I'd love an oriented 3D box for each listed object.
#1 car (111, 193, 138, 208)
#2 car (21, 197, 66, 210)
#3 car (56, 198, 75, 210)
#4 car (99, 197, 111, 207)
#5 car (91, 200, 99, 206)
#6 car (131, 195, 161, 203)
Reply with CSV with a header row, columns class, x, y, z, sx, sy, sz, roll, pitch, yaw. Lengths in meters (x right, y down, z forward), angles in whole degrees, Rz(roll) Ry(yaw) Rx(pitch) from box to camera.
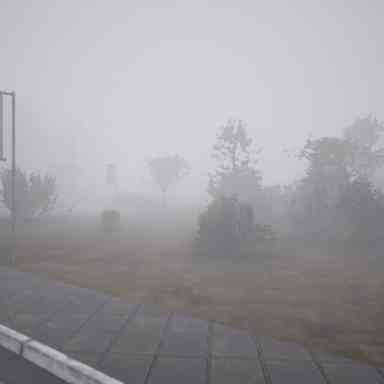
class,x,y,z,sx,sy,sz,roll,pitch,yaw
car,-8.052,1.150,46.755,2.150,2.045,5.566,0,1,39
car,-19.552,1.481,43.952,2.128,1.511,4.902,0,0,39
car,-17.021,1.482,41.513,2.128,1.511,4.902,0,0,39
car,-10.559,1.469,49.534,2.033,1.411,5.357,0,1,39
car,-13.227,1.521,51.800,1.895,1.301,4.718,0,1,39
car,-5.555,1.496,44.276,1.994,1.385,4.181,0,1,39
